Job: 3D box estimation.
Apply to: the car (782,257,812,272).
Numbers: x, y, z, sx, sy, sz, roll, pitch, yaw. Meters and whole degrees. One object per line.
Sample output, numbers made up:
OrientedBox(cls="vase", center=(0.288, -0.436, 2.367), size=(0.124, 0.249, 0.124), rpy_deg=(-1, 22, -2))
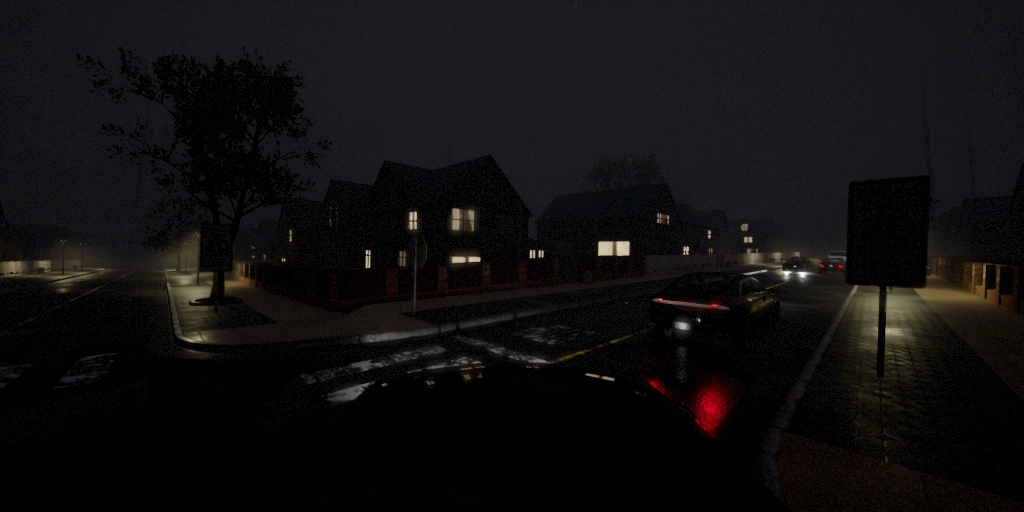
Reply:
OrientedBox(cls="car", center=(28.259, 0.792, 35.412), size=(4.181, 1.385, 1.994), rpy_deg=(-1, 2, -45))

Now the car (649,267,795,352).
OrientedBox(cls="car", center=(5.095, 1.142, 8.759), size=(4.902, 1.511, 2.128), rpy_deg=(-1, 2, -45))

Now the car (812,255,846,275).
OrientedBox(cls="car", center=(28.348, 0.874, 31.551), size=(5.357, 1.411, 2.033), rpy_deg=(-1, 2, -44))

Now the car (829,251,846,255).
OrientedBox(cls="car", center=(35.853, 0.439, 38.966), size=(5.566, 2.045, 2.150), rpy_deg=(-1, 2, -44))
